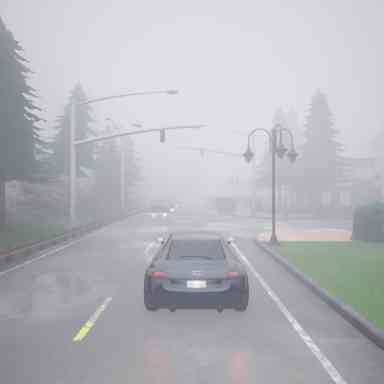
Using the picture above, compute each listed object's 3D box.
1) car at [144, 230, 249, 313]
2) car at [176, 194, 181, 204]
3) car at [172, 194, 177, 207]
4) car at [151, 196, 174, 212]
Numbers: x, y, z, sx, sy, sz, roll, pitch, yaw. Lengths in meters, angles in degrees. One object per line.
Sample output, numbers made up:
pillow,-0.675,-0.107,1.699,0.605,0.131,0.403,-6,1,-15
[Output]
car,0.086,1.564,7.764,1.994,1.385,4.181,0,0,0
car,-3.494,1.502,60.980,1.837,1.490,4.892,0,1,1
car,-3.540,1.477,48.324,1.882,1.535,5.008,0,0,0
car,-3.554,1.547,38.471,2.033,1.411,5.357,0,0,0
